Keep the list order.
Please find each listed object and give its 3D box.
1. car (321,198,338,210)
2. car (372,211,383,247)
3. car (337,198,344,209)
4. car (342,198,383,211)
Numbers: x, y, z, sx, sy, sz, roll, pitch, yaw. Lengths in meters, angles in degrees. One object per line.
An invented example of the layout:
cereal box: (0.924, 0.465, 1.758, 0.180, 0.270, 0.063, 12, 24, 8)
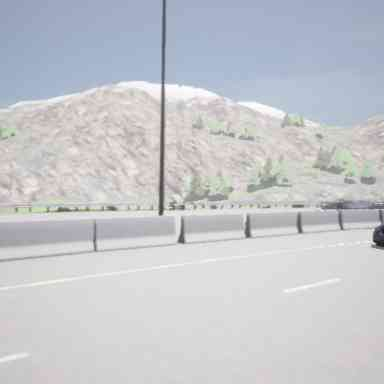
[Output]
car: (18.529, 1.536, 41.893, 4.902, 1.511, 2.128, 1, 0, -22)
car: (9.524, 1.623, 13.903, 4.181, 1.385, 1.994, 1, 0, -30)
car: (19.484, 1.639, 38.503, 4.181, 1.385, 1.994, 1, 0, -22)
car: (18.495, 1.629, 34.306, 5.357, 1.411, 2.033, 1, 0, -24)
